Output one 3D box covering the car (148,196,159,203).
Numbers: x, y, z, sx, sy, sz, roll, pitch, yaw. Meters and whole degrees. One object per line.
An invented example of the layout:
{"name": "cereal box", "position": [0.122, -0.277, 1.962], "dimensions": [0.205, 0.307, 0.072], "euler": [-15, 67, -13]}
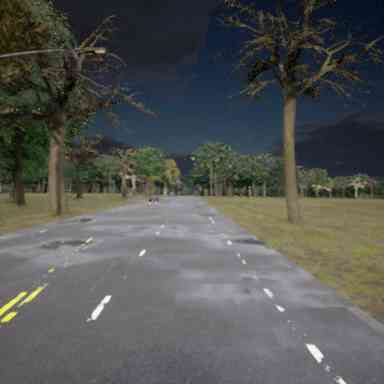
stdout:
{"name": "car", "position": [-7.476, 1.400, 65.282], "dimensions": [2.033, 1.411, 5.357], "euler": [0, 0, 0]}
